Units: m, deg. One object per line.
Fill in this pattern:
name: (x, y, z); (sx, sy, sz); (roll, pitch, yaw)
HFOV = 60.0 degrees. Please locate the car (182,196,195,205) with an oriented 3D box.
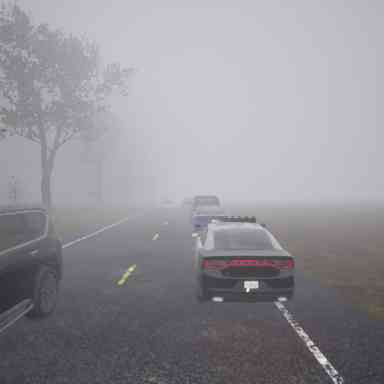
car: (-0.638, 1.537, 58.885); (2.128, 1.511, 4.902); (0, 0, -1)

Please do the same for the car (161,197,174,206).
car: (-4.104, 1.606, 56.509); (1.994, 1.385, 4.181); (0, 0, -1)

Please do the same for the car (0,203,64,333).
car: (-3.609, 1.222, 4.428); (2.150, 2.045, 5.566); (0, 0, 0)

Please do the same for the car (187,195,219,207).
car: (0.933, 1.233, 24.364); (2.150, 2.045, 5.566); (0, 0, -1)

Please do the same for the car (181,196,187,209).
car: (-0.367, 1.382, 45.836); (2.097, 1.767, 4.553); (0, 0, 0)

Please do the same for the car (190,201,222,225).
car: (0.981, 1.483, 18.327); (1.882, 1.535, 5.008); (0, 0, 0)

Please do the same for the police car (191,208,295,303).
police car: (1.034, 1.426, 8.427); (1.930, 1.638, 5.238); (0, 0, 0)
